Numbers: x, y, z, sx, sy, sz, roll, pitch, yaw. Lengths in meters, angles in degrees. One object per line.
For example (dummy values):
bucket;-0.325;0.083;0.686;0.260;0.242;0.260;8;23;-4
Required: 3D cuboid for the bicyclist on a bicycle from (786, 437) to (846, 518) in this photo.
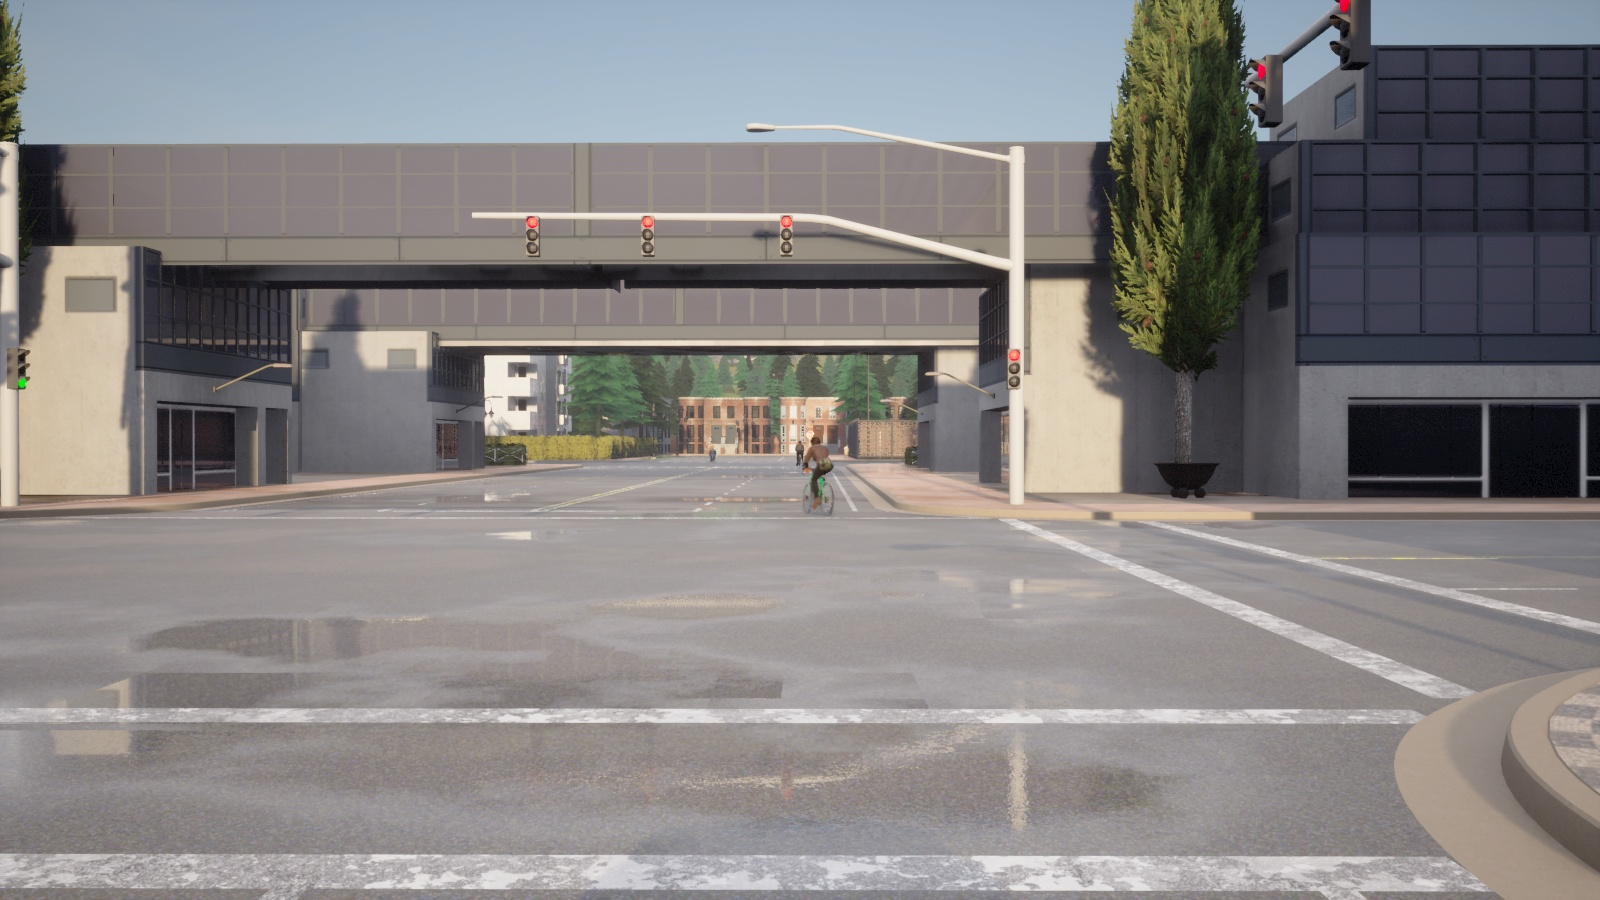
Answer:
bicyclist on a bicycle;0.311;0.553;25.926;0.582;1.620;1.656;2;-1;-22
